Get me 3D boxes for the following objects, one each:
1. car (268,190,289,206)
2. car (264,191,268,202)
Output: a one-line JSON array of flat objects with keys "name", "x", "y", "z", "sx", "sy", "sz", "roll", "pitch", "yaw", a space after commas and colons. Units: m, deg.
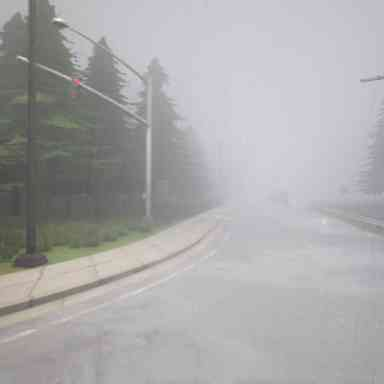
[{"name": "car", "x": 12.847, "y": 0.934, "z": 48.715, "sx": 2.150, "sy": 2.045, "sz": 5.566, "roll": 1, "pitch": 0, "yaw": 9}, {"name": "car", "x": 14.379, "y": 0.996, "z": 58.943, "sx": 2.097, "sy": 1.767, "sz": 4.553, "roll": 1, "pitch": 0, "yaw": 8}]
